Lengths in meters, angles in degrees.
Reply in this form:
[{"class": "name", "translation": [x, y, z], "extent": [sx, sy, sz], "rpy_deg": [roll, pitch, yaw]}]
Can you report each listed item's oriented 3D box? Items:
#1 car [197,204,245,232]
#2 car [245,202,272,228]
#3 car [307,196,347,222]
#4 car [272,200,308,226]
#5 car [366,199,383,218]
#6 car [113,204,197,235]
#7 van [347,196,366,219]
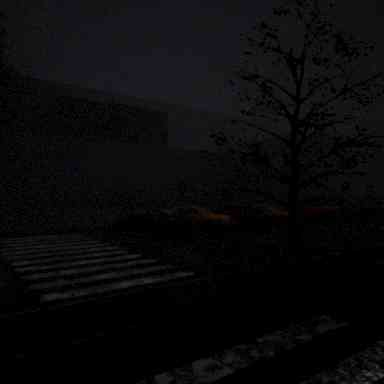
[{"class": "car", "translation": [0.226, 1.497, 20.260], "extent": [5.366, 1.575, 1.946], "rpy_deg": [-1, -1, 35]}, {"class": "car", "translation": [2.475, 1.541, 22.108], "extent": [4.792, 1.488, 2.163], "rpy_deg": [-1, -1, 35]}, {"class": "car", "translation": [9.813, 1.407, 27.270], "extent": [4.553, 1.767, 2.185], "rpy_deg": [-1, -1, 34]}, {"class": "car", "translation": [5.085, 1.515, 23.722], "extent": [5.366, 1.575, 1.946], "rpy_deg": [-1, -1, 35]}, {"class": "car", "translation": [14.654, 1.570, 30.747], "extent": [4.674, 1.452, 2.002], "rpy_deg": [-1, 0, 35]}, {"class": "car", "translation": [-2.355, 1.537, 18.629], "extent": [4.674, 1.452, 2.002], "rpy_deg": [-1, -1, 35]}, {"class": "van", "translation": [12.324, 1.309, 28.964], "extent": [4.442, 1.987, 1.878], "rpy_deg": [-1, -1, 35]}]
